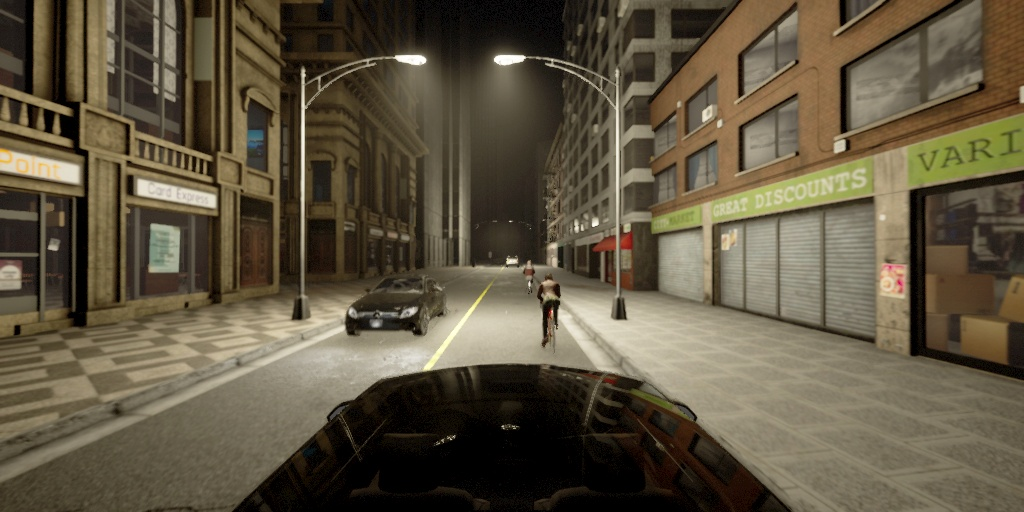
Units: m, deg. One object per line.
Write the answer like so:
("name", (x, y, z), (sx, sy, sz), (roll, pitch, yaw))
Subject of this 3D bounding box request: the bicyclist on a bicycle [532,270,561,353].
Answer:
("bicyclist on a bicycle", (0.826, 1.199, 7.870), (0.582, 1.620, 1.656), (0, 0, 0))

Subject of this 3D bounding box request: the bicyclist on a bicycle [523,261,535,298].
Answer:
("bicyclist on a bicycle", (0.826, 1.110, 17.473), (0.659, 1.776, 1.843), (0, 0, 0))

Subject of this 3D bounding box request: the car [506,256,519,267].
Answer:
("car", (0.105, 0.957, 63.562), (2.150, 2.045, 5.566), (0, 0, 0))

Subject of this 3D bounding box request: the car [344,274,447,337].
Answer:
("car", (-3.086, 1.270, 10.457), (1.812, 1.442, 4.674), (0, 0, 0))
